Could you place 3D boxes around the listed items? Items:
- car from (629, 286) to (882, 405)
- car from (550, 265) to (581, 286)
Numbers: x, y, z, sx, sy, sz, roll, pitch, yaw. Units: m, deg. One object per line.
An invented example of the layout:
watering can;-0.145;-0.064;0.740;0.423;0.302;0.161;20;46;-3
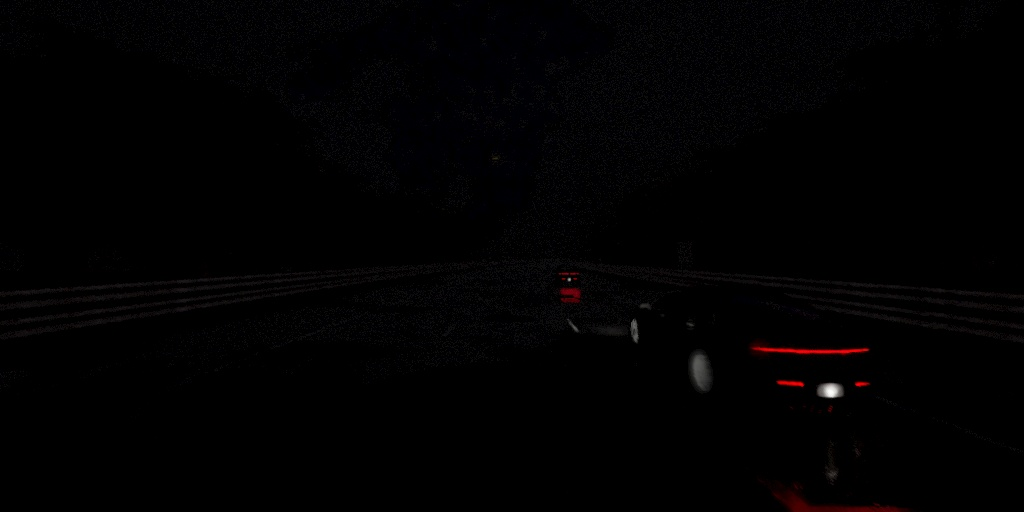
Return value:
car;3.628;1.293;6.493;1.837;1.490;4.892;0;0;0
car;4.122;1.436;27.620;1.837;1.490;4.892;0;0;2
